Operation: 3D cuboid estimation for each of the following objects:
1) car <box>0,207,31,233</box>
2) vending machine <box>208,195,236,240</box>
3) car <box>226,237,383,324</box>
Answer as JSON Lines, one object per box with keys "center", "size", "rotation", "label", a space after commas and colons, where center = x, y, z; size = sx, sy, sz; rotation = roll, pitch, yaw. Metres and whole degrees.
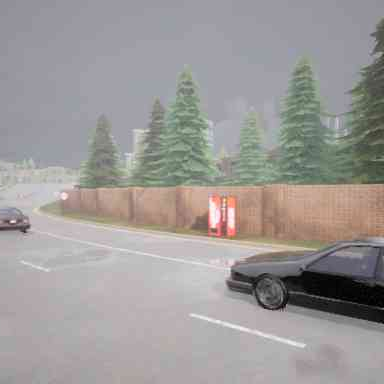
{"center": [-10.637, 1.546, 18.668], "size": [2.033, 1.411, 5.357], "rotation": [0, 0, -41], "label": "car"}
{"center": [1.481, 1.195, 16.321], "size": [0.880, 2.100, 1.100], "rotation": [0, 0, 42], "label": "vending machine"}
{"center": [3.319, 1.547, 5.993], "size": [5.357, 1.411, 2.033], "rotation": [0, 0, 36], "label": "car"}
